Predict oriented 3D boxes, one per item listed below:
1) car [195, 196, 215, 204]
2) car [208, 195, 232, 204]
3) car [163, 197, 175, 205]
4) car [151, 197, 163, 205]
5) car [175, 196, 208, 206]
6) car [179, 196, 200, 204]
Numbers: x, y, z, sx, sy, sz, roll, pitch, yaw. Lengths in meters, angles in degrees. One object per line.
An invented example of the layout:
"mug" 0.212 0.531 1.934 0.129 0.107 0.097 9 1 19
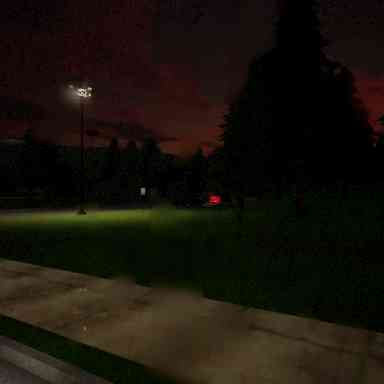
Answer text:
"car" 2.533 1.526 64.286 1.812 1.442 4.674 0 0 33
"car" 5.482 1.221 62.401 2.150 2.045 5.566 0 0 33
"car" -2.427 1.564 56.563 1.994 1.385 4.181 0 0 34
"car" -5.357 1.564 58.477 1.994 1.385 4.181 0 0 34
"car" 0.015 1.491 53.913 2.128 1.511 4.902 0 0 34
"car" -0.399 1.526 66.197 1.812 1.442 4.674 0 0 33
